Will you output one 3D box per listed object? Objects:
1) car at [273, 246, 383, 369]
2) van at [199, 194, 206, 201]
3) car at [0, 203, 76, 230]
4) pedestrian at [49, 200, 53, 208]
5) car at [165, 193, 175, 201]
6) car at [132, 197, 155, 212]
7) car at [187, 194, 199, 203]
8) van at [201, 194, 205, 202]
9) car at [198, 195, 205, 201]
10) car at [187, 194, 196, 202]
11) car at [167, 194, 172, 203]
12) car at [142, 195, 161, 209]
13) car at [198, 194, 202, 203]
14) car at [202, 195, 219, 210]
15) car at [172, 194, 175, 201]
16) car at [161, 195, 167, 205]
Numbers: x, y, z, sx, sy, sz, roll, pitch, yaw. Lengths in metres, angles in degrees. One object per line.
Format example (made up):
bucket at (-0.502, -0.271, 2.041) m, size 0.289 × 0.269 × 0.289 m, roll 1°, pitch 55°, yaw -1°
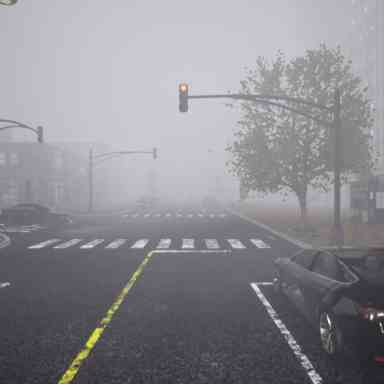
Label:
car at (2.687, 1.566, 5.744) m, size 1.947 × 1.339 × 4.313 m, roll 0°, pitch 0°, yaw 0°
van at (2.576, 1.349, 82.631) m, size 1.690 × 1.788 × 3.998 m, roll 0°, pitch 0°, yaw 0°
car at (-9.602, 1.449, 20.685) m, size 4.674 × 1.442 × 1.812 m, roll 2°, pitch 0°, yaw 11°
pedestrian at (-12.792, 1.319, 30.201) m, size 0.375 × 1.300 × 0.375 m, roll 0°, pitch -1°, yaw -1°
car at (-5.813, 1.324, 88.167) m, size 2.192 × 1.841 × 5.009 m, roll 0°, pitch 0°, yaw 0°
car at (-5.741, 1.584, 38.208) m, size 1.802 × 1.307 × 4.206 m, roll 0°, pitch 0°, yaw 0°
car at (-0.008, 1.570, 69.511) m, size 1.994 × 1.385 × 4.181 m, roll 0°, pitch 0°, yaw 0°
van at (2.624, 1.345, 49.325) m, size 1.690 × 1.788 × 3.998 m, roll 0°, pitch 0°, yaw 0°
car at (2.567, 1.534, 88.352) m, size 1.752 × 1.417 × 4.829 m, roll 0°, pitch 0°, yaw 0°
car at (-0.113, 1.363, 79.430) m, size 2.097 × 1.767 × 4.553 m, roll 0°, pitch 0°, yaw 0°
car at (-5.789, 1.532, 71.344) m, size 1.752 × 1.417 × 4.829 m, roll 0°, pitch 0°, yaw 0°
car at (-5.748, 1.318, 43.759) m, size 2.192 × 1.841 × 5.009 m, roll 0°, pitch 0°, yaw 0°
car at (2.607, 1.556, 60.427) m, size 2.008 × 1.369 × 4.403 m, roll 0°, pitch 0°, yaw 0°
car at (2.631, 1.528, 43.943) m, size 1.752 × 1.417 × 4.829 m, roll 0°, pitch 0°, yaw 0°
car at (-5.806, 1.559, 82.616) m, size 2.008 × 1.369 × 4.403 m, roll 0°, pitch 0°, yaw 0°
car at (-5.765, 1.555, 54.861) m, size 2.008 × 1.369 × 4.403 m, roll 0°, pitch 0°, yaw 0°
